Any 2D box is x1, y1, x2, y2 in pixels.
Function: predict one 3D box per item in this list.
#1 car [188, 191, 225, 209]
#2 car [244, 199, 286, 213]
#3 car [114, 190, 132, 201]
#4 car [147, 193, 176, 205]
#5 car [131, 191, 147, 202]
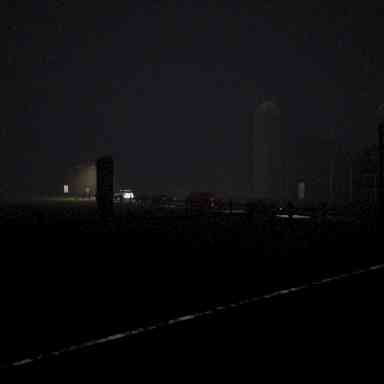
[{"bbox_3d":[1.601,0.935,40.038,2.150,2.045,5.566,-1,1,-36],"label":"car"},{"bbox_3d":[7.069,1.366,32.448,1.994,1.385,4.181,-1,1,-36],"label":"car"},{"bbox_3d":[-13.610,0.621,66.045,2.150,2.045,5.566,-1,1,-36],"label":"car"},{"bbox_3d":[-4.168,0.971,48.097,2.097,1.767,4.553,-1,1,-35],"label":"car"},{"bbox_3d":[-8.282,0.981,58.686,2.128,1.511,4.902,-1,1,-35],"label":"car"}]
